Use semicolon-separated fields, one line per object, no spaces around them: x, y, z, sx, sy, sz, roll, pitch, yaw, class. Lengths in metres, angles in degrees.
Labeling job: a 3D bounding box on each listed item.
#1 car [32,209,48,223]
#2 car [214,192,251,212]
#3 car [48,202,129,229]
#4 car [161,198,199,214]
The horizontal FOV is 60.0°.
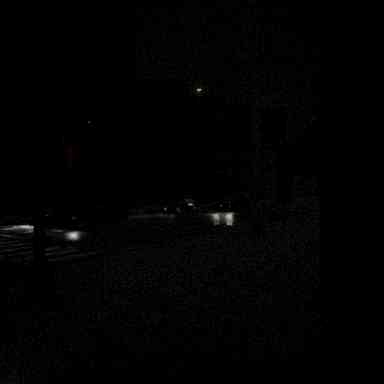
-8.941;1.510;23.388;1.994;1.385;4.181;0;0;35;car
4.643;1.081;36.943;2.150;2.045;5.566;0;0;35;car
-6.309;1.418;21.491;1.882;1.535;5.008;0;1;34;car
-1.177;1.381;34.352;2.128;1.511;4.902;0;0;35;car
